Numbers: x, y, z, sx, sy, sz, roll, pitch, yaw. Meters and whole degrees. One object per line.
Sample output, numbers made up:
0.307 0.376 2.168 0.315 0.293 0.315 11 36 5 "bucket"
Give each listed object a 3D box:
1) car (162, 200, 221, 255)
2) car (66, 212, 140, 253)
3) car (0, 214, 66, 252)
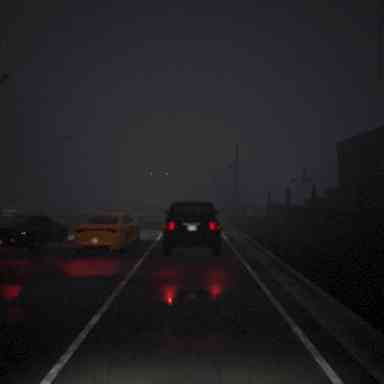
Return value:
-0.003 1.349 14.027 2.150 2.045 5.566 0 0 0 "car"
-3.499 1.614 14.485 1.882 1.535 5.008 0 0 0 "car"
-7.000 1.661 14.376 1.812 1.442 4.674 0 0 0 "car"
